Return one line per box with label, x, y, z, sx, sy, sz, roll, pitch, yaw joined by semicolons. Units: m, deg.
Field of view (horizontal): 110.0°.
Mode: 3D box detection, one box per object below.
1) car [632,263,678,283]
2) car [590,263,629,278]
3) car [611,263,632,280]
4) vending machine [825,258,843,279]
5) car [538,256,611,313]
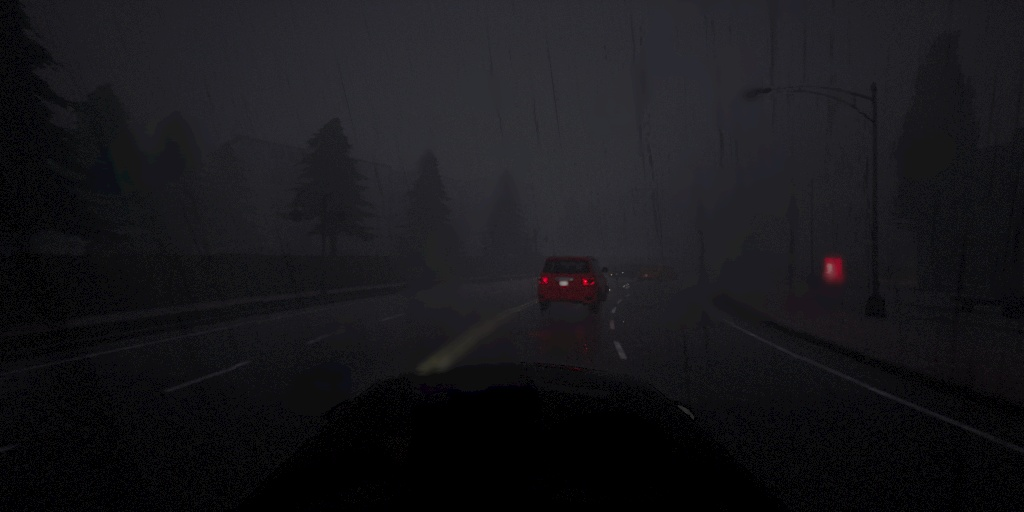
car;12.249;1.389;30.021;1.882;1.535;5.008;0;-1;43
car;10.359;1.499;37.973;4.181;1.385;1.994;0;0;-40
car;11.315;1.429;34.235;4.892;1.490;1.837;0;-1;-42
vending machine;29.242;1.183;32.576;0.880;2.100;1.100;0;0;-23
car;2.622;1.033;14.650;2.150;2.045;5.566;0;0;19
